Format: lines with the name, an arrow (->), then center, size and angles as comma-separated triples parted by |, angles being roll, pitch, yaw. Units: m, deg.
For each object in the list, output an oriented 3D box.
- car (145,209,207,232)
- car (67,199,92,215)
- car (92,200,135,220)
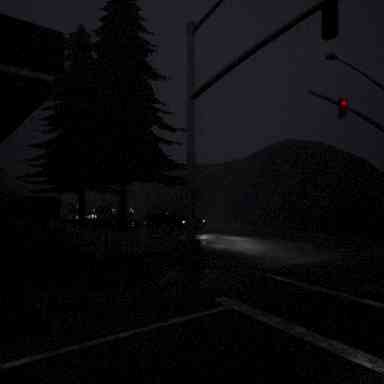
car -> -1.106, 1.805, 21.243 | 1.895, 1.301, 4.718 | 0, 0, -35
car -> -12.614, 1.558, 37.645 | 2.097, 1.767, 4.553 | 0, 0, -35
car -> -6.837, 1.557, 29.405 | 2.097, 1.767, 4.553 | 0, 0, -35
